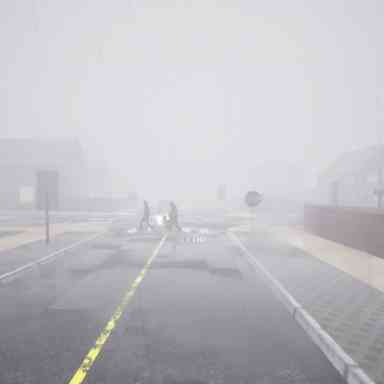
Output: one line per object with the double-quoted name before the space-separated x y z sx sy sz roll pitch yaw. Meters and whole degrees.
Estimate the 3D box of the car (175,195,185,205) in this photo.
"car" -2.730 1.589 68.885 2.150 2.045 5.566 0 -1 0

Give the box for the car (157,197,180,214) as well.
"car" -2.833 1.602 37.447 2.128 1.511 4.902 0 0 0

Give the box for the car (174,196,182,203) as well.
"car" -2.827 1.716 50.052 1.812 1.442 4.674 0 0 0

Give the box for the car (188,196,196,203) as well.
"car" 0.027 1.816 79.395 1.837 1.490 4.892 0 -1 0

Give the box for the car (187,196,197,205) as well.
"car" 0.025 1.935 69.386 1.994 1.385 4.181 0 -1 0

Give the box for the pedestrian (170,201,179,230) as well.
"pedestrian" -1.036 1.322 18.165 0.375 1.860 0.375 -1 1 0

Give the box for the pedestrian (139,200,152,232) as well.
"pedestrian" -2.641 1.324 18.765 0.375 1.860 0.375 -1 1 0

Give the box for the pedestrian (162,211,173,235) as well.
"pedestrian" -1.387 1.700 17.387 0.500 1.100 0.500 -1 1 0
